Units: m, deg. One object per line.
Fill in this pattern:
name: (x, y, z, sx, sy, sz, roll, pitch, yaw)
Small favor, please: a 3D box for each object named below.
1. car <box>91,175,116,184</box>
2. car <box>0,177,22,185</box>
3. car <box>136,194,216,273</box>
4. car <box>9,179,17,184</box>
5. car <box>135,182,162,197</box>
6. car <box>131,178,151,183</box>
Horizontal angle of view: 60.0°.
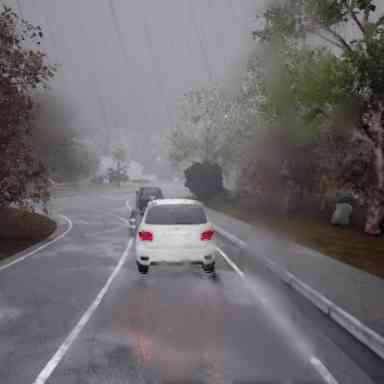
car: (-20.428, -2.881, 76.529, 5.566, 2.045, 2.150, 0, 4, 0)
car: (-39.205, -2.379, 70.829, 1.882, 1.535, 5.008, 3, 4, 32)
car: (-0.563, 1.230, 10.954, 2.150, 2.045, 5.566, 0, 1, -4)
car: (-36.196, -2.161, 69.467, 1.895, 1.301, 4.718, 3, 5, 37)
car: (-3.942, 0.490, 30.565, 2.150, 2.045, 5.566, -1, 4, -13)
car: (-11.907, -2.636, 77.438, 4.718, 1.301, 1.895, 2, 5, 27)
